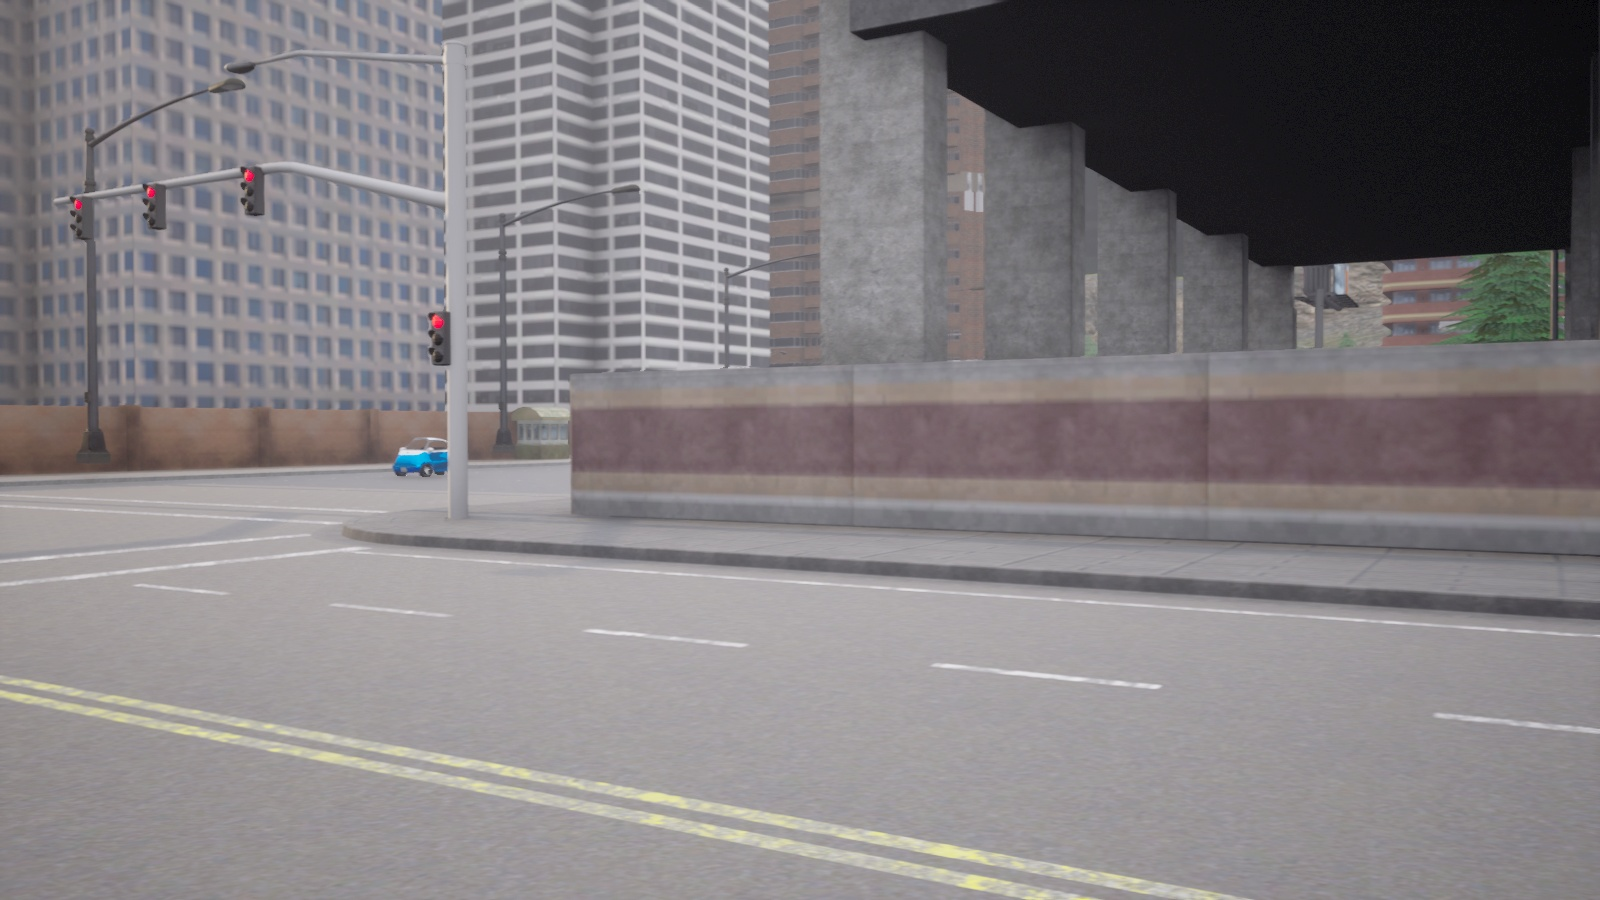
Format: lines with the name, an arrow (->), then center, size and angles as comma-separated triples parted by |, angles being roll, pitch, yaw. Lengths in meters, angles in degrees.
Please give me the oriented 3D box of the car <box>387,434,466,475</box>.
car -> -12.990, 0.138, 43.721 | 1.481, 1.376, 2.207 | 1, 1, 31
